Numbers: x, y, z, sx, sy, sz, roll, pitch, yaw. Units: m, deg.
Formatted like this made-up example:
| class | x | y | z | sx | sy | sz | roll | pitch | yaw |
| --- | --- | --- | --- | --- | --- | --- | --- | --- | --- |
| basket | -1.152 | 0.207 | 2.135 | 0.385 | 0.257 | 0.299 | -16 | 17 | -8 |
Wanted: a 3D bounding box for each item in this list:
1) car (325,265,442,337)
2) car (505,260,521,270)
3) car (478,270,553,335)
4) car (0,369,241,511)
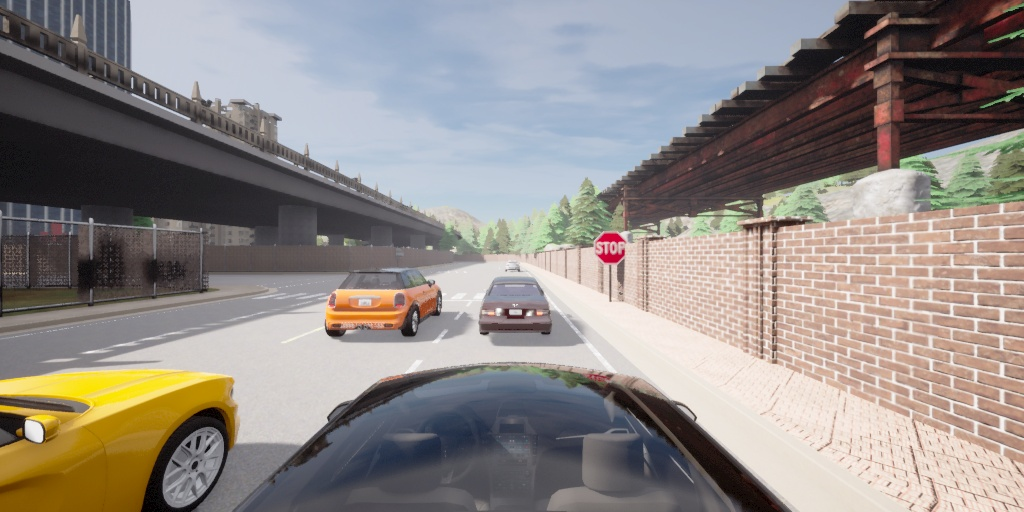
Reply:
| class | x | y | z | sx | sy | sz | roll | pitch | yaw |
| --- | --- | --- | --- | --- | --- | --- | --- | --- | --- |
| car | -3.423 | 1.102 | 10.463 | 2.097 | 1.767 | 4.553 | 0 | 0 | 0 |
| car | 0.067 | 1.276 | 46.348 | 1.812 | 1.442 | 4.674 | 0 | 0 | -1 |
| car | 0.078 | 1.297 | 10.485 | 2.033 | 1.411 | 5.357 | 0 | 0 | 0 |
| car | -3.398 | 1.228 | 1.205 | 1.882 | 1.535 | 5.008 | 0 | 0 | 0 |
